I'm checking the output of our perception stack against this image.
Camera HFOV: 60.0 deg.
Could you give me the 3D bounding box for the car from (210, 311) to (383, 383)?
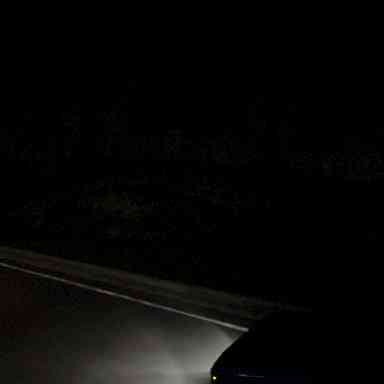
[{"bbox_3d":[2.687,1.552,2.078,5.357,1.411,2.033,0,0,36],"label":"car"}]
